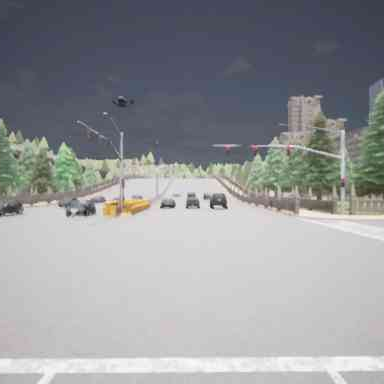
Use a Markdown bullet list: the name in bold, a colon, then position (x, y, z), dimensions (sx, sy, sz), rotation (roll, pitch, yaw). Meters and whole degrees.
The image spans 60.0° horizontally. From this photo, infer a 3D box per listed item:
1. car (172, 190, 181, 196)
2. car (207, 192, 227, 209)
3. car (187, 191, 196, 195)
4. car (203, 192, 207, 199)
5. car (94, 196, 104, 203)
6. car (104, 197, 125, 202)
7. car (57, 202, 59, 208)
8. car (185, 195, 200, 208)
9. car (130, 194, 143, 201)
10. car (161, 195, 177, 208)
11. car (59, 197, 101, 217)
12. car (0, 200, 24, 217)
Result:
- **car**: position (-3.628, 0.234, 78.735), dimensions (1.895, 1.301, 4.718), rotation (0, 7, 0)
- **car**: position (3.618, 1.224, 46.519), dimensions (2.150, 2.045, 5.566), rotation (0, 0, 0)
- **car**: position (-0.100, 0.620, 73.301), dimensions (1.882, 1.535, 5.008), rotation (0, 6, 0)
- **car**: position (3.407, 0.776, 72.007), dimensions (1.812, 1.442, 4.674), rotation (0, 4, 0)
- **car**: position (-17.589, 1.367, 62.304), dimensions (1.994, 1.385, 4.181), rotation (0, 2, 0)
- **car**: position (-10.577, 1.507, 47.402), dimensions (1.837, 1.490, 4.892), rotation (0, 0, 0)
- **car**: position (-17.575, 1.507, 47.606), dimensions (1.837, 1.490, 4.892), rotation (0, 0, 0)
- **car**: position (0.115, 1.508, 47.397), dimensions (1.837, 1.490, 4.892), rotation (0, 0, 0)
- **car**: position (-10.592, 1.245, 63.485), dimensions (2.128, 1.511, 4.902), rotation (0, 3, 0)
- **car**: position (-3.386, 1.567, 47.969), dimensions (1.994, 1.385, 4.181), rotation (0, 0, 0)
- **car**: position (-10.291, 1.495, 30.964), dimensions (2.128, 1.511, 4.902), rotation (0, 0, -4)
- **car**: position (-17.583, 1.494, 30.946), dimensions (2.128, 1.511, 4.902), rotation (0, 0, 0)
